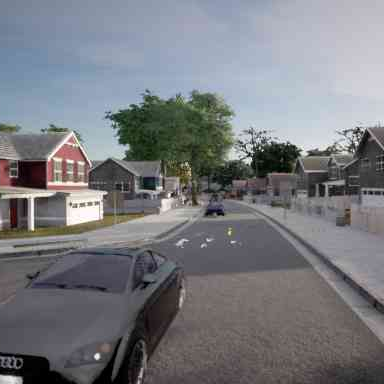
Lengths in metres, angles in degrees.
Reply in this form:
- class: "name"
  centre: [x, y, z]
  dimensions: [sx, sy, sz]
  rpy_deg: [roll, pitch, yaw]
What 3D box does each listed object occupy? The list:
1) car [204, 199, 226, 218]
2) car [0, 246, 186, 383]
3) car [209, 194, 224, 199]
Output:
- class: "car"
  centre: [2.188, 1.637, 30.931]
  dimensions: [1.895, 1.301, 4.718]
  rpy_deg: [0, 0, 6]
- class: "car"
  centre: [-1.356, 1.566, 5.021]
  dimensions: [1.994, 1.385, 4.181]
  rpy_deg: [0, 0, 10]
- class: "car"
  centre: [4.064, 1.275, 55.753]
  dimensions: [2.150, 2.045, 5.566]
  rpy_deg: [0, 0, 3]
